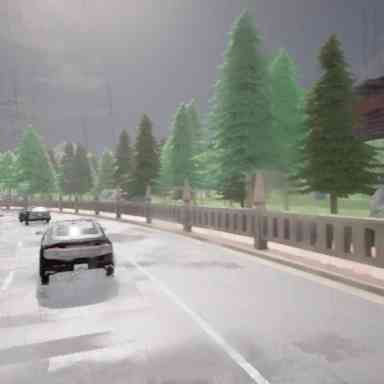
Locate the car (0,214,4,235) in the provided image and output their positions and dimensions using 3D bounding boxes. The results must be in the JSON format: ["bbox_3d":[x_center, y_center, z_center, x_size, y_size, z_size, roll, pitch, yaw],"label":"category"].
[{"bbox_3d":[-12.491,1.796,19.864,1.837,1.490,4.892,-1,1,-30],"label":"car"}]

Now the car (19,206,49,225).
[{"bbox_3d":[-12.971,1.847,27.384,2.033,1.411,5.357,-1,0,-34],"label":"car"}]

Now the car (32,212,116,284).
[{"bbox_3d":[-3.567,1.573,10.066,2.128,1.511,4.902,-1,0,-23],"label":"car"}]
